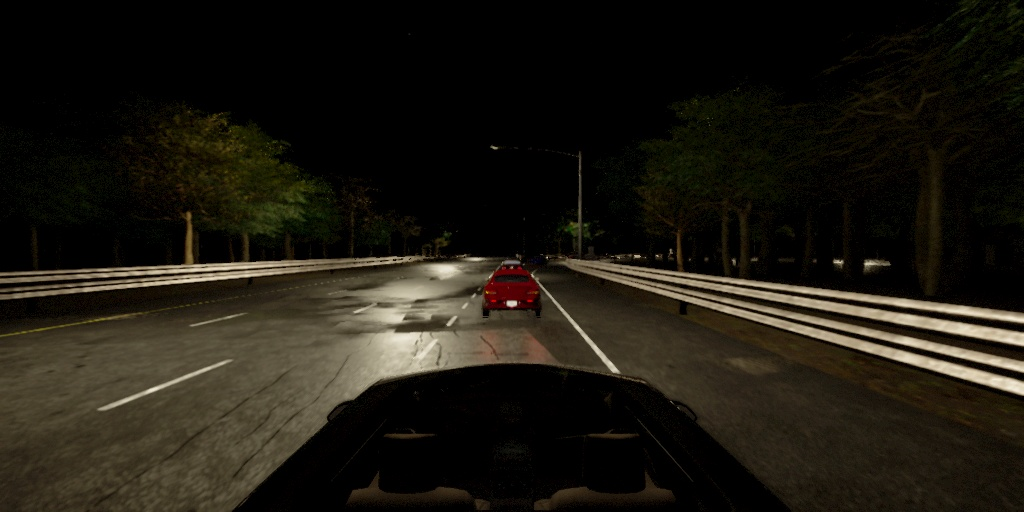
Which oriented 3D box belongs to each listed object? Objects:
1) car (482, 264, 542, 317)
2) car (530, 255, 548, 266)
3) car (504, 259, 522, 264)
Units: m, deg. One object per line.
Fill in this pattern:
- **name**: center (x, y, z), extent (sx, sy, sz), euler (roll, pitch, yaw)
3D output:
- **car**: center (-0.007, 1.164, 12.406), extent (1.812, 1.442, 4.674), euler (0, 0, 0)
- **car**: center (4.062, 0.653, 53.177), extent (1.882, 1.535, 5.008), euler (0, 1, 17)
- **car**: center (0.091, 0.974, 30.625), extent (2.033, 1.411, 5.357), euler (0, 1, 2)
